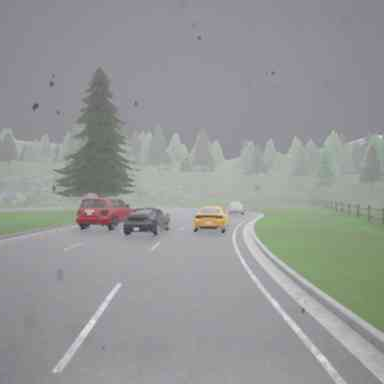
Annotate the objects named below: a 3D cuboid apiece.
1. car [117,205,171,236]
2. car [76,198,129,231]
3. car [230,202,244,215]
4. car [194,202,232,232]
[{"bbox_3d":[-2.516,1.664,19.470,1.837,1.490,4.892,0,0,8],"label":"car"},{"bbox_3d":[-5.641,1.396,22.357,2.150,2.045,5.566,0,0,9],"label":"car"},{"bbox_3d":[4.992,1.870,39.174,1.812,1.442,4.674,0,-1,3],"label":"car"},{"bbox_3d":[1.346,1.665,21.642,1.882,1.535,5.008,0,-1,9],"label":"car"}]
